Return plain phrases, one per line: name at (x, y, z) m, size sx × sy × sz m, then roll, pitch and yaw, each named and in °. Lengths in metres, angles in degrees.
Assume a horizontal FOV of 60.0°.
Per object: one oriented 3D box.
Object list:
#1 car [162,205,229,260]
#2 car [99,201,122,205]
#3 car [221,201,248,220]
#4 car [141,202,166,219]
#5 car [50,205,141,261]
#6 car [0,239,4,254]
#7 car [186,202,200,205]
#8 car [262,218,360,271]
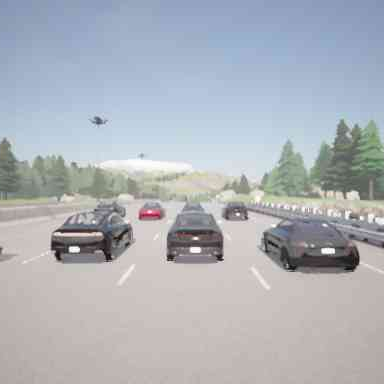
car at (0.101, 1.460, 12.251) m, size 1.837 × 1.490 × 4.892 m, roll 0°, pitch 0°, yaw 0°
car at (-6.901, 1.498, 28.375) m, size 2.128 × 1.511 × 4.902 m, roll 0°, pitch 0°, yaw 0°
car at (3.599, 1.513, 28.507) m, size 1.837 × 1.490 × 4.892 m, roll 0°, pitch 0°, yaw 0°
car at (-3.402, 1.575, 28.826) m, size 1.994 × 1.385 × 4.181 m, roll 0°, pitch 0°, yaw 0°
car at (-3.400, 1.447, 12.053) m, size 2.128 × 1.511 × 4.902 m, roll 0°, pitch 0°, yaw 0°
car at (-6.900, 1.513, 8.102) m, size 2.033 × 1.411 × 5.357 m, roll 0°, pitch 0°, yaw 0°
car at (0.098, 1.577, 29.104) m, size 1.994 × 1.385 × 4.181 m, roll 0°, pitch -1°, yaw 0°
car at (3.601, 1.522, 10.792) m, size 1.994 × 1.385 × 4.181 m, roll 0°, pitch 0°, yaw 0°
